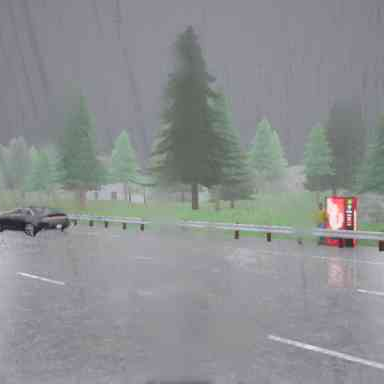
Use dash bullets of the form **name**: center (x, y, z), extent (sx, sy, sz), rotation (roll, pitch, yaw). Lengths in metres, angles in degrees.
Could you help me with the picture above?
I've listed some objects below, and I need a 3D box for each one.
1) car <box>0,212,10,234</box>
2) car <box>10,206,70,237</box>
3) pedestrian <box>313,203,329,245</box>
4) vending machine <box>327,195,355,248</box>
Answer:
- **car**: center (-10.436, 1.526, 14.809), extent (4.674, 1.442, 1.812), rotation (0, 0, 31)
- **car**: center (-8.699, 1.491, 17.838), extent (4.902, 1.511, 2.128), rotation (0, 0, 31)
- **pedestrian**: center (5.396, 1.294, 13.903), extent (0.375, 1.860, 0.375), rotation (0, 0, 35)
- **vending machine**: center (6.321, 1.195, 14.092), extent (0.880, 2.100, 1.100), rotation (0, 0, 35)
